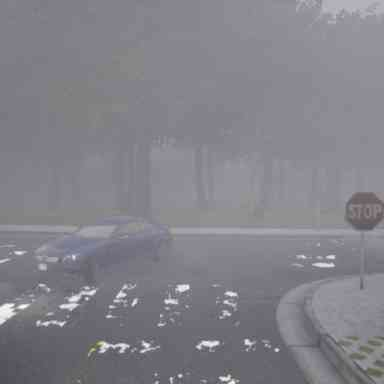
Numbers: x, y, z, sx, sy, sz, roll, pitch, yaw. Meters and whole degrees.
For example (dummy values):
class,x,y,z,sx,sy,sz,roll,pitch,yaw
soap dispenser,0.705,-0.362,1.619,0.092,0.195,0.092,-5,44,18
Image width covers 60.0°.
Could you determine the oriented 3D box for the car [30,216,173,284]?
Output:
class,x,y,z,sx,sy,sz,roll,pitch,yaw
car,-2.357,1.494,9.877,1.812,1.442,4.674,-1,0,31
